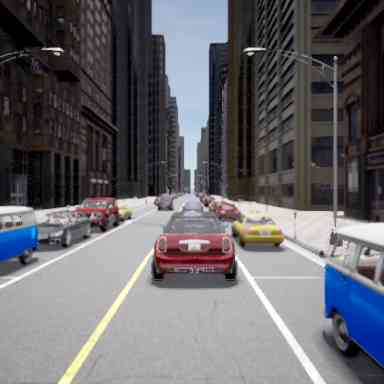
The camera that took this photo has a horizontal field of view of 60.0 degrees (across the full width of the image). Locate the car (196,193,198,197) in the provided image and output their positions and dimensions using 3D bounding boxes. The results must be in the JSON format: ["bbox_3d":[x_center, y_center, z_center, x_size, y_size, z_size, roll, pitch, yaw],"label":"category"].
[{"bbox_3d":[2.761,1.486,82.131,2.008,1.369,4.403,0,0,0],"label":"car"}]

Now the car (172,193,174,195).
[{"bbox_3d":[-5.764,1.483,76.496,1.887,1.381,4.507,0,0,0],"label":"car"}]

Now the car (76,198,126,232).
[{"bbox_3d":[-5.763,1.292,20.312,2.192,1.841,5.009,0,0,0],"label":"car"}]

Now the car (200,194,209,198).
[{"bbox_3d":[2.761,1.495,54.037,1.887,1.381,4.507,0,0,0],"label":"car"}]

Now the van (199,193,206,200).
[{"bbox_3d":[2.760,1.274,87.750,1.690,1.788,3.998,0,0,0],"label":"van"}]

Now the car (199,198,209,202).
[{"bbox_3d":[0.083,1.516,27.825,2.033,1.411,5.357,0,0,0],"label":"car"}]

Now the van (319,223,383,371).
[{"bbox_3d":[2.763,1.337,3.468,1.690,1.788,3.998,0,0,0],"label":"van"}]

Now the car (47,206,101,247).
[{"bbox_3d":[-5.763,1.534,14.694,2.008,1.369,4.403,0,0,0],"label":"car"}]

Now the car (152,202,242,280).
[{"bbox_3d":[0.068,1.340,10.082,2.097,1.767,4.553,0,0,0],"label":"car"}]

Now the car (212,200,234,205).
[{"bbox_3d":[2.762,1.553,25.944,1.802,1.307,4.206,0,0,0],"label":"car"}]

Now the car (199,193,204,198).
[{"bbox_3d":[2.761,1.387,59.656,1.967,1.590,4.097,0,0,0],"label":"car"}]

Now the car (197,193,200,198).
[{"bbox_3d":[2.761,1.256,70.893,2.192,1.841,5.009,0,0,0],"label":"car"}]

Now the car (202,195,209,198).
[{"bbox_3d":[2.761,1.519,48.419,1.947,1.339,4.313,0,0,0],"label":"car"}]

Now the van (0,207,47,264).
[{"bbox_3d":[-5.763,1.331,9.075,1.690,1.788,3.998,0,0,0],"label":"van"}]

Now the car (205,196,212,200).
[{"bbox_3d":[2.762,1.485,37.351,1.752,1.417,4.829,0,0,0],"label":"car"}]

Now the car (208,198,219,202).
[{"bbox_3d":[2.762,1.547,31.562,1.802,1.307,4.206,0,0,0],"label":"car"}]

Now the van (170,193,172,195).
[{"bbox_3d":[-5.764,1.282,70.877,1.690,1.788,3.998,0,0,0],"label":"van"}]

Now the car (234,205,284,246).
[{"bbox_3d":[2.762,1.508,14.876,1.752,1.417,4.829,0,0,0],"label":"car"}]

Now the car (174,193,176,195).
[{"bbox_3d":[-5.764,1.502,82.114,1.947,1.339,4.313,0,0,0],"label":"car"}]

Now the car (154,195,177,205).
[{"bbox_3d":[-3.096,1.464,39.704,1.837,1.490,4.892,0,0,0],"label":"car"}]

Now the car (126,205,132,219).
[{"bbox_3d":[-5.763,1.497,25.761,1.752,1.417,4.829,0,0,0],"label":"car"}]

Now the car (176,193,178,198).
[{"bbox_3d":[-5.765,1.513,93.351,1.802,1.307,4.206,0,0,0],"label":"car"}]
